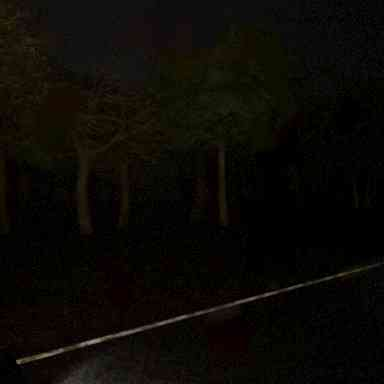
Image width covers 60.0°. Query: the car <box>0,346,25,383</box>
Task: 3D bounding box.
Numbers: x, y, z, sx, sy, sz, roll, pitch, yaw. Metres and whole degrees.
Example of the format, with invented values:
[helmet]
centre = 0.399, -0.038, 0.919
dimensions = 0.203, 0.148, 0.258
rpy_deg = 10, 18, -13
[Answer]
[car]
centre = -3.007, 1.573, 1.603
dimensions = 4.181, 1.385, 1.994
rpy_deg = 0, 0, -35
